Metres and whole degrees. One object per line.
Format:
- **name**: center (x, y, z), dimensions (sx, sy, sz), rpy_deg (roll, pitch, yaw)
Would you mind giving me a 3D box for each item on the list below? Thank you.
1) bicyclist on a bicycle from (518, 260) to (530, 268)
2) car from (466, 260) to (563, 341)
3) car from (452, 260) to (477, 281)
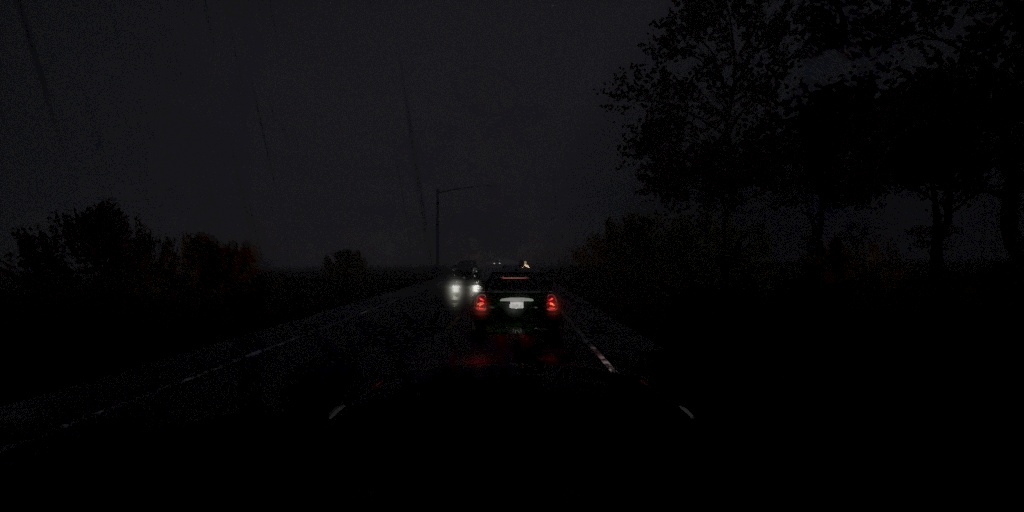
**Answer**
- **bicyclist on a bicycle**: center (0.959, 1.177, 25.825), dimensions (0.866, 1.612, 1.509), rpy_deg (0, 0, 1)
- **car**: center (0.108, 1.099, 10.002), dimensions (2.097, 1.767, 4.553), rpy_deg (0, 0, 0)
- **car**: center (-3.616, 1.091, 29.480), dimensions (2.097, 1.767, 4.553), rpy_deg (0, 0, 0)
